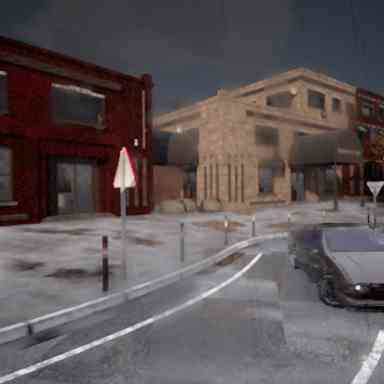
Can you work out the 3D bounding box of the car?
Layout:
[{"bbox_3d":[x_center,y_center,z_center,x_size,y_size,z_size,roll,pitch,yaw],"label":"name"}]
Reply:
[{"bbox_3d":[3.600,1.459,7.905,2.033,1.411,5.357,-1,0,4],"label":"car"}]
